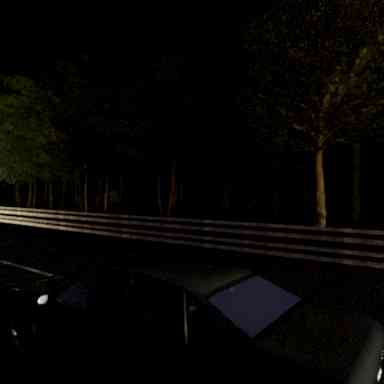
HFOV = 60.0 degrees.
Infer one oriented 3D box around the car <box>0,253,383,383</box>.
[{"bbox_3d":[-0.472,1.542,4.247,5.357,1.411,2.033,0,0,37],"label":"car"}]
